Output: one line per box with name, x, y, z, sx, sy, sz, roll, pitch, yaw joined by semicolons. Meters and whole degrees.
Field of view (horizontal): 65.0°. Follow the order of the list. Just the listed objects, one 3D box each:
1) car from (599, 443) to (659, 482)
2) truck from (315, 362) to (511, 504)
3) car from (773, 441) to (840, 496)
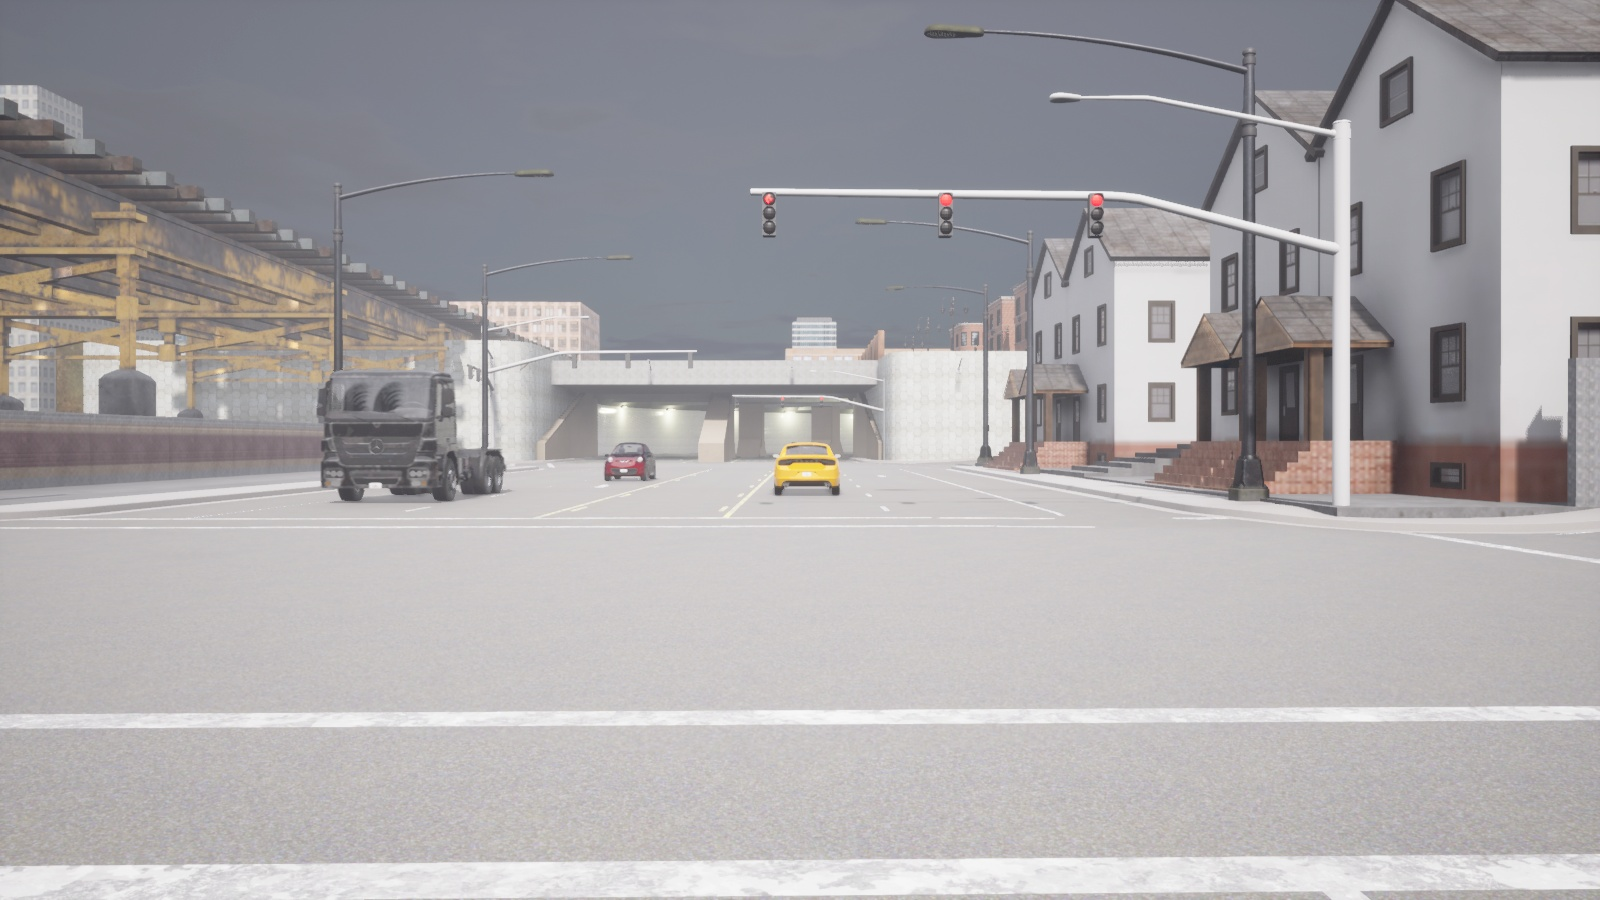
car;-6.734;0.475;49.695;1.845;1.501;3.633;0;0;0
truck;-10.311;-0.438;34.466;2.891;3.462;7.936;0;0;0
car;0.206;0.511;37.869;1.882;1.535;5.008;0;0;0
